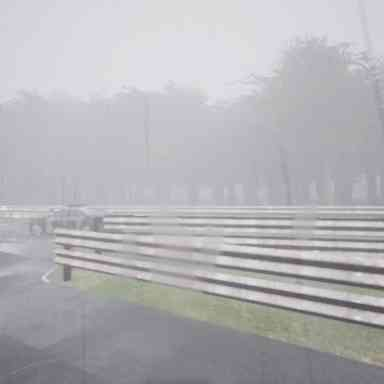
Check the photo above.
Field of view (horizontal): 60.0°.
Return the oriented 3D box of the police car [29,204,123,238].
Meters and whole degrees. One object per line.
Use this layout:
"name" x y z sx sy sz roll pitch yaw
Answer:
"police car" -5.852 1.408 16.506 5.238 1.638 1.930 -1 -1 24
